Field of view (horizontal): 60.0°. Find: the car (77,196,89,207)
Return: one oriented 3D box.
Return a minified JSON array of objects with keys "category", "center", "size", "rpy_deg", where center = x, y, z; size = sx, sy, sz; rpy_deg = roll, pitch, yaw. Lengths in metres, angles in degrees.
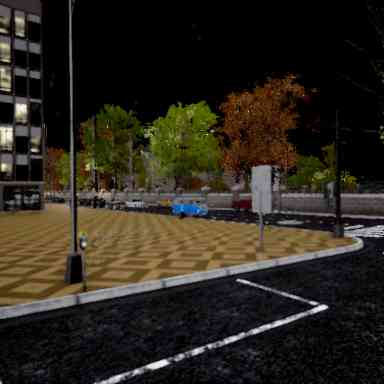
[{"category":"car","center":[-16.901,1.705,53.787],"size":[1.947,1.339,4.313],"rpy_deg":[-1,1,-36]}]

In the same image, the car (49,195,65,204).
[{"category":"car","center":[-26.936,1.741,67.364],"size":[1.947,1.339,4.313],"rpy_deg":[-1,1,-36]}]

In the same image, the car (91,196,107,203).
[{"category":"car","center":[-20.185,1.608,71.974],"size":[1.887,1.381,4.507],"rpy_deg":[-1,1,-36]}]

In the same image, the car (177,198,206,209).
[{"category":"car","center":[-0.122,1.575,44.830],"size":[1.802,1.307,4.206],"rpy_deg":[-1,1,-36]}]

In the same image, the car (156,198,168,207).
[{"category":"car","center":[-3.567,1.530,49.490],"size":[1.752,1.417,4.829],"rpy_deg":[-1,1,-36]}]

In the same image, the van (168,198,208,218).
[{"category":"van","center":[-0.179,1.425,31.158],"size":[1.690,1.788,3.998],"rpy_deg":[-1,1,-36]}]

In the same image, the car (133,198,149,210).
[{"category":"car","center":[-7.706,1.605,45.779],"size":[1.812,1.442,4.674],"rpy_deg":[-1,0,-36]}]

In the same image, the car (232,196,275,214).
[{"category":"car","center":[6.562,1.287,35.781],"size":[2.192,1.841,5.009],"rpy_deg":[-1,1,-36]}]

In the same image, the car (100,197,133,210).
[{"category":"car","center":[-10.211,1.667,44.736],"size":[2.008,1.369,4.403],"rpy_deg":[-1,1,-36]}]

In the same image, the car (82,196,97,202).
[{"category":"car","center":[-23.528,1.626,76.508],"size":[2.008,1.369,4.403],"rpy_deg":[-1,1,-36]}]

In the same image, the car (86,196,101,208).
[{"category":"car","center":[-13.556,1.693,49.262],"size":[1.947,1.339,4.313],"rpy_deg":[-1,1,-36]}]
